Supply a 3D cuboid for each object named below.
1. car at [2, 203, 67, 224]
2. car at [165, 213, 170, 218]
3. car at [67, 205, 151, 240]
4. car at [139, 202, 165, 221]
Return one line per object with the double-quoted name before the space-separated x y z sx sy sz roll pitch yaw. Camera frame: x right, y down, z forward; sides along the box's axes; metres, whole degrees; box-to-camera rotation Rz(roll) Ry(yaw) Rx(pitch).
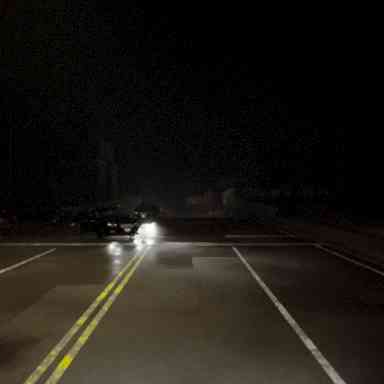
"car" -11.223 1.520 24.199 4.674 1.442 1.812 1 0 -3
"car" -3.868 3.323 42.421 1.882 1.535 5.008 0 -9 0
"car" -4.469 1.516 17.286 2.128 1.511 4.902 2 -2 -38
"car" -3.790 1.643 28.279 2.128 1.511 4.902 0 -1 0
